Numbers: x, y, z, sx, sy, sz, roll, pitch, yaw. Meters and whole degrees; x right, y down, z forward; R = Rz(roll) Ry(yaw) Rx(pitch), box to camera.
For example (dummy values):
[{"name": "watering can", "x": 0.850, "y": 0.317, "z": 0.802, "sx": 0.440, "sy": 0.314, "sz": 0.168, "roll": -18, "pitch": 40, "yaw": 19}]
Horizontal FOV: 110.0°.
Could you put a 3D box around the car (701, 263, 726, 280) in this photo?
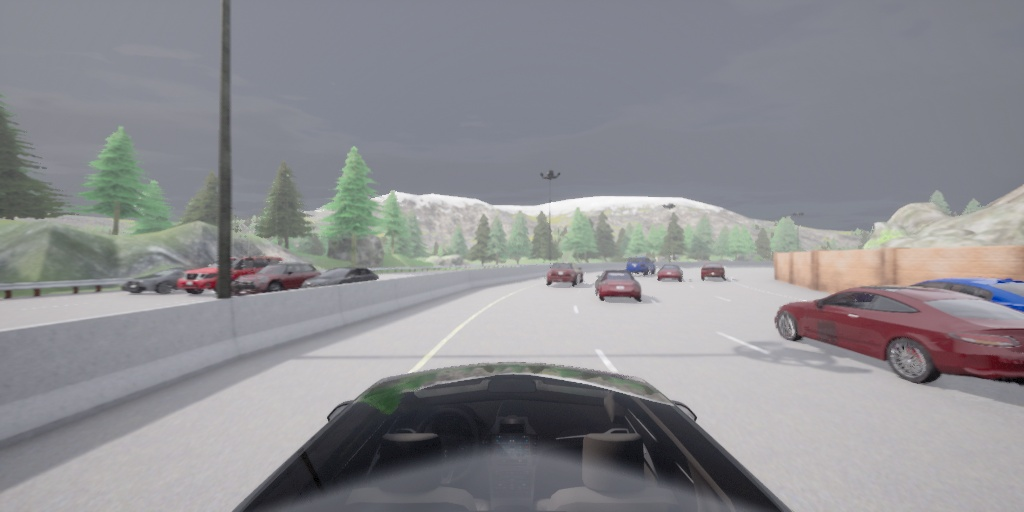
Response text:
[{"name": "car", "x": 18.816, "y": 1.383, "z": 33.475, "sx": 1.882, "sy": 1.535, "sz": 5.008, "roll": -1, "pitch": -1, "yaw": 30}]

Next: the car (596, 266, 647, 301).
[{"name": "car", "x": 5.270, "y": 1.394, "z": 18.061, "sx": 1.994, "sy": 1.385, "sz": 4.181, "roll": 0, "pitch": 0, "yaw": 12}]

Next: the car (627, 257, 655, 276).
[{"name": "car", "x": 14.675, "y": 1.162, "z": 40.617, "sx": 2.150, "sy": 2.045, "sz": 5.566, "roll": -1, "pitch": -1, "yaw": 34}]

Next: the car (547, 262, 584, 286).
[{"name": "car", "x": 4.062, "y": 1.223, "z": 26.700, "sx": 2.097, "sy": 1.767, "sz": 4.553, "roll": 0, "pitch": 0, "yaw": 19}]

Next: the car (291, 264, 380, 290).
[{"name": "car", "x": -9.030, "y": 1.343, "z": 19.330, "sx": 1.837, "sy": 1.490, "sz": 4.892, "roll": 0, "pitch": -1, "yaw": 11}]

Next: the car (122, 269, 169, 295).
[{"name": "car", "x": -19.439, "y": 1.401, "z": 20.693, "sx": 1.994, "sy": 1.385, "sz": 4.181, "roll": 0, "pitch": 0, "yaw": 10}]

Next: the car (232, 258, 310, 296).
[{"name": "car", "x": -12.549, "y": 1.182, "z": 19.484, "sx": 2.097, "sy": 1.767, "sz": 4.553, "roll": 0, "pitch": 0, "yaw": 10}]

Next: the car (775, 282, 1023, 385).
[{"name": "car", "x": 7.326, "y": 1.302, "z": 6.958, "sx": 1.812, "sy": 1.442, "sz": 4.674, "roll": 0, "pitch": 0, "yaw": 5}]

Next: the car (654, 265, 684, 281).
[{"name": "car", "x": 14.475, "y": 1.465, "z": 32.625, "sx": 1.994, "sy": 1.385, "sz": 4.181, "roll": 0, "pitch": 0, "yaw": 28}]

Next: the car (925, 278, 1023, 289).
[{"name": "car", "x": 11.013, "y": 1.264, "z": 8.701, "sx": 1.882, "sy": 1.535, "sz": 5.008, "roll": 0, "pitch": 0, "yaw": 6}]

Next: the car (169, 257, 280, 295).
[{"name": "car", "x": -15.858, "y": 1.050, "z": 20.922, "sx": 2.150, "sy": 2.045, "sz": 5.566, "roll": 0, "pitch": 0, "yaw": 11}]
